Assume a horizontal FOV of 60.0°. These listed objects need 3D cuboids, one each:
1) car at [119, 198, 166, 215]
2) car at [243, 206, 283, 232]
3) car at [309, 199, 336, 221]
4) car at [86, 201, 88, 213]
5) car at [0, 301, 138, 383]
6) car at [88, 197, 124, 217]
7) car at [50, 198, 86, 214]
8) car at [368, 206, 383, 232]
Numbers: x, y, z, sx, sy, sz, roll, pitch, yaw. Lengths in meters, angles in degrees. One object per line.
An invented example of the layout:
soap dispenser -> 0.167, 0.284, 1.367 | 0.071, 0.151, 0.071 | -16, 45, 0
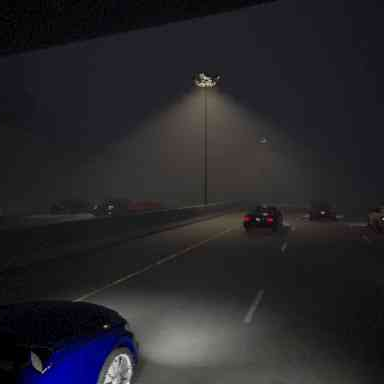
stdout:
car -> -3.932, 1.472, 28.633 | 1.882, 1.535, 5.008 | 0, 0, 20
car -> 4.426, 1.543, 20.276 | 2.033, 1.411, 5.357 | 0, 0, 20
car -> 10.698, 1.558, 27.349 | 1.994, 1.385, 4.181 | 0, 0, 20
car -> -8.804, 1.345, 35.740 | 2.097, 1.767, 4.553 | 0, 0, 20
car -> -2.109, 1.525, 2.169 | 1.812, 1.442, 4.674 | 0, 0, 20
car -> -7.014, 1.346, 30.401 | 2.097, 1.767, 4.553 | 0, 0, 20
car -> -12.715, 1.471, 35.222 | 1.882, 1.535, 5.008 | 0, 0, 20
car -> 11.560, 1.522, 19.423 | 1.812, 1.442, 4.674 | 0, 0, 20
